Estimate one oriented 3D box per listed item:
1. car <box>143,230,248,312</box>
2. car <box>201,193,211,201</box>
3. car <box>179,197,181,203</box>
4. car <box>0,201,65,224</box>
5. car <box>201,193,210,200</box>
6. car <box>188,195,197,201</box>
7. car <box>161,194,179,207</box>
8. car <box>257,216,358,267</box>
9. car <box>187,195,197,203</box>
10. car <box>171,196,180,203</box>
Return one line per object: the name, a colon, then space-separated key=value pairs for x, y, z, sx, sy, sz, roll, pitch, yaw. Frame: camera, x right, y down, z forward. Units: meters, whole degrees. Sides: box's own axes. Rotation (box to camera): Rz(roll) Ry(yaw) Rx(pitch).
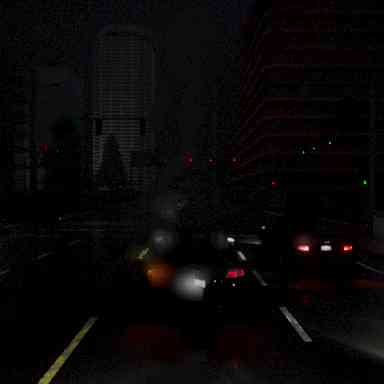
car: x=0.075 y=1.564 z=7.778 sx=1.994 sy=1.385 sz=4.181 roll=0 pitch=0 yaw=0
car: x=3.566 y=1.493 z=80.558 sx=1.837 sy=1.490 sz=4.892 roll=0 pitch=0 yaw=0
car: x=-3.521 y=1.352 z=60.650 sx=2.097 sy=1.767 sz=4.553 roll=0 pitch=0 yaw=0
car: x=-11.619 y=1.564 z=23.709 sx=4.718 sy=1.301 sz=1.895 roll=1 pitch=0 yaw=0
car: x=3.574 y=1.207 z=90.442 sx=2.150 sy=2.045 sz=5.566 roll=0 pitch=0 yaw=0
car: x=0.066 y=1.534 z=81.417 sx=2.033 sy=1.411 sz=5.357 roll=0 pitch=0 yaw=0
car: x=-3.554 y=1.491 z=50.726 sx=2.128 sy=1.511 sz=4.902 roll=0 pitch=0 yaw=0
car: x=3.599 y=1.547 z=11.398 sx=2.033 sy=1.411 sz=5.357 roll=0 pitch=0 yaw=0
car: x=0.085 y=1.501 z=71.071 sx=1.837 sy=1.490 sz=4.892 roll=0 pitch=0 yaw=0
car: x=-3.443 y=1.524 z=70.629 sx=1.812 sy=1.442 sz=4.674 roll=0 pitch=0 yaw=0
